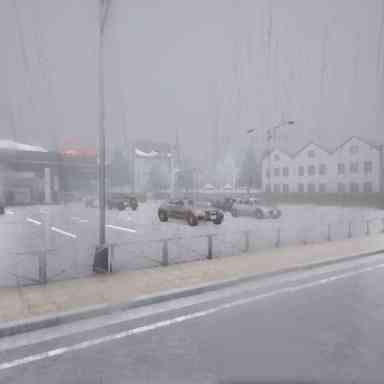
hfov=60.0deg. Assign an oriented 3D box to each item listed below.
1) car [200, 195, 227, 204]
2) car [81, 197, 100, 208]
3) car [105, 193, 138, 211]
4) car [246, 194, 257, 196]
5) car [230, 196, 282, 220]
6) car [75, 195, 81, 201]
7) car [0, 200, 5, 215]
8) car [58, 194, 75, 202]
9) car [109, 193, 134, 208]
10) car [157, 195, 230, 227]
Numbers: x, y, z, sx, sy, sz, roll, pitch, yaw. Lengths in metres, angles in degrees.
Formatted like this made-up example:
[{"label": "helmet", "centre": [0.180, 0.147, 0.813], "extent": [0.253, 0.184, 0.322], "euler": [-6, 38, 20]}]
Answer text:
[{"label": "car", "centre": [3.795, 1.343, 59.455], "extent": [2.128, 1.511, 4.902], "euler": [0, 0, -35]}, {"label": "car", "centre": [-12.735, 1.374, 43.953], "extent": [1.970, 1.475, 3.806], "euler": [0, 0, -36]}, {"label": "car", "centre": [-7.780, 1.110, 37.072], "extent": [1.932, 1.855, 4.605], "euler": [0, 0, -36]}, {"label": "car", "centre": [9.560, 1.188, 57.378], "extent": [2.097, 1.767, 4.553], "euler": [0, 0, -35]}, {"label": "car", "centre": [4.798, 1.245, 25.089], "extent": [1.970, 1.475, 3.806], "euler": [0, 0, -36]}, {"label": "car", "centre": [-28.733, 1.325, 80.510], "extent": [3.866, 1.878, 1.905], "euler": [0, 0, -36]}, {"label": "car", "centre": [-18.333, 1.311, 30.417], "extent": [2.007, 1.523, 4.514], "euler": [0, 0, -36]}, {"label": "car", "centre": [-28.976, 1.492, 73.382], "extent": [4.611, 1.667, 2.242], "euler": [0, 0, -36]}, {"label": "car", "centre": [-9.674, 1.090, 45.386], "extent": [1.905, 1.878, 3.866], "euler": [0, 0, -36]}, {"label": "car", "centre": [-0.238, 1.166, 21.098], "extent": [2.152, 1.636, 5.027], "euler": [0, 0, -36]}]
